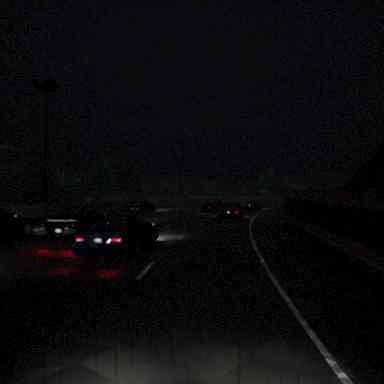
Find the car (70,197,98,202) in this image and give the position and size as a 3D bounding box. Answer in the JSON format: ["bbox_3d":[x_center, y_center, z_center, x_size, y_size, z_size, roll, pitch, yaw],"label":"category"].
[{"bbox_3d":[-17.748,1.524,54.991,2.033,1.411,5.357,0,0,21],"label":"car"}]

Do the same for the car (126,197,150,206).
[{"bbox_3d":[-9.259,1.596,57.399,1.895,1.301,4.718,0,0,23],"label":"car"}]

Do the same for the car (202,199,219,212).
[{"bbox_3d":[2.529,1.493,38.003,1.882,1.535,5.008,0,0,17],"label":"car"}]

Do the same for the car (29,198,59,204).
[{"bbox_3d":[-22.800,1.566,51.302,1.895,1.301,4.718,0,0,19],"label":"car"}]

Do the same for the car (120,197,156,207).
[{"bbox_3d":[-5.363,1.490,35.849,2.128,1.511,4.902,0,0,15],"label":"car"}]

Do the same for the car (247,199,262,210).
[{"bbox_3d":[7.666,1.591,42.396,1.994,1.385,4.181,0,0,19],"label":"car"}]

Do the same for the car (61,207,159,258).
[{"bbox_3d":[-2.641,1.545,12.768,2.033,1.411,5.357,0,0,6],"label":"car"}]

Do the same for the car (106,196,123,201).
[{"bbox_3d":[-12.870,1.466,57.804,1.882,1.535,5.008,0,0,22],"label":"car"}]

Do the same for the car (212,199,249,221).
[{"bbox_3d":[3.231,1.561,27.054,2.033,1.411,5.357,0,0,12],"label":"car"}]

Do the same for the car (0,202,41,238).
[{"bbox_3d":[-9.352,1.462,15.205,1.882,1.535,5.008,0,0,6],"label":"car"}]

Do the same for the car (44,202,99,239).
[{"bbox_3d":[-5.590,1.484,17.094,2.128,1.511,4.902,0,0,7],"label":"car"}]
